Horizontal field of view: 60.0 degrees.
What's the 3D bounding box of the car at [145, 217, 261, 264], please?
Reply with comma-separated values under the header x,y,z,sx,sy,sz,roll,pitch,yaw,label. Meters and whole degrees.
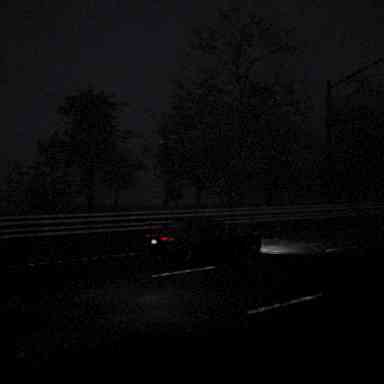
x,y,z,sx,sy,sz,roll,pitch,yaw,label
0.452,1.600,11.953,4.181,1.385,1.994,0,0,-31,car
